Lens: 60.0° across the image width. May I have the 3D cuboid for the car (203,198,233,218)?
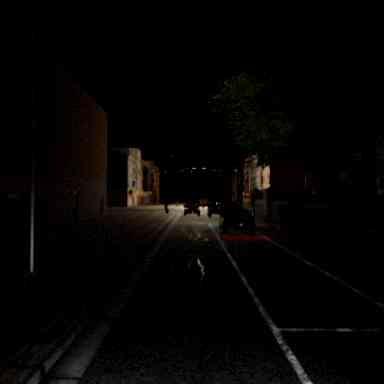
[{"bbox_3d":[2.683,1.720,35.409,2.192,1.841,5.009,1,-1,0],"label":"car"}]

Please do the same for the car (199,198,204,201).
[{"bbox_3d":[2.704,2.295,61.835,1.887,1.381,4.507,1,-1,0],"label":"car"}]

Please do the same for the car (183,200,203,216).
[{"bbox_3d":[-0.016,1.957,37.560,1.812,1.442,4.674,0,-1,-2],"label":"car"}]

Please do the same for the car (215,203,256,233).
[{"bbox_3d":[2.771,1.714,21.243,1.882,1.535,5.008,0,-1,0],"label":"car"}]

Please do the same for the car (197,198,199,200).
[{"bbox_3d":[2.719,2.525,78.145,1.887,1.381,4.507,1,-1,0],"label":"car"}]

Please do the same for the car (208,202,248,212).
[{"bbox_3d":[5.184,2.127,48.263,5.357,1.411,2.033,0,-1,-16],"label":"car"}]
